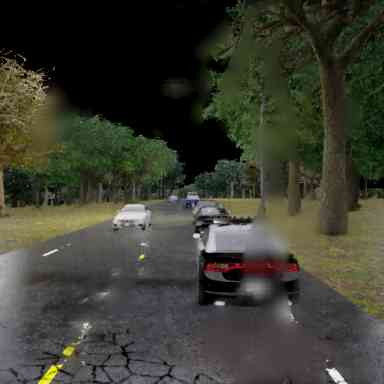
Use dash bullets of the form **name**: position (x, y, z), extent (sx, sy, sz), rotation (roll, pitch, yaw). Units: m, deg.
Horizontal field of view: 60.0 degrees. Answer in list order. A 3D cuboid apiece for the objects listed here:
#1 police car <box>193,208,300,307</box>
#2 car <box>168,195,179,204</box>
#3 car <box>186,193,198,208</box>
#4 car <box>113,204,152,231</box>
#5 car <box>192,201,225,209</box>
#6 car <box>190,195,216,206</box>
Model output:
- **police car**: position (1.066, 1.425, 8.210), extent (1.930, 1.638, 5.238), rotation (0, 0, 0)
- **car**: position (-3.387, 1.365, 60.472), extent (1.812, 1.442, 4.674), rotation (0, 0, 0)
- **car**: position (0.128, 1.359, 46.887), extent (1.882, 1.535, 5.008), rotation (0, 0, 1)
- **car**: position (-3.563, 1.507, 20.636), extent (1.812, 1.442, 4.674), rotation (0, 0, 0)
- **car**: position (1.084, 1.465, 18.102), extent (1.882, 1.535, 5.008), rotation (0, 0, 0)
- **car**: position (1.094, 1.324, 24.073), extent (2.097, 1.767, 4.553), rotation (0, 0, 0)
